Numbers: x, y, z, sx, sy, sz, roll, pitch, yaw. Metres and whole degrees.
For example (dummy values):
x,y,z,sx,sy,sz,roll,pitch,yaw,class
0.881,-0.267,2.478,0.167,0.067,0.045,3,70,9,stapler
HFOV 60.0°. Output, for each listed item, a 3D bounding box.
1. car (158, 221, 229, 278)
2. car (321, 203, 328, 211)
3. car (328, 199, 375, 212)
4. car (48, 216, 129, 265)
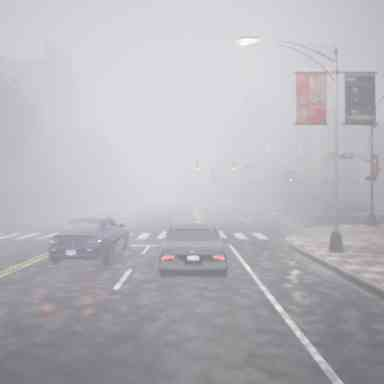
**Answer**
x,y,z,sx,sy,sz,roll,pitch,yaw,class
0.021,1.599,10.263,2.033,1.411,5.357,0,0,0,car
19.163,1.712,42.900,4.892,1.490,1.837,0,0,0,car
19.173,1.716,39.408,4.674,1.442,1.812,0,0,0,car
-3.486,1.585,11.862,1.812,1.442,4.674,0,0,0,car
